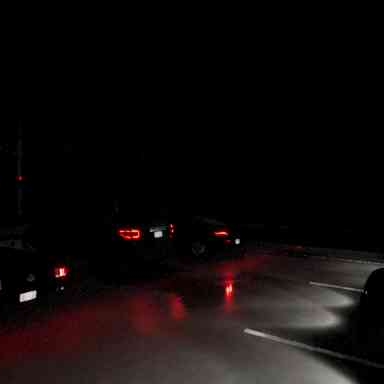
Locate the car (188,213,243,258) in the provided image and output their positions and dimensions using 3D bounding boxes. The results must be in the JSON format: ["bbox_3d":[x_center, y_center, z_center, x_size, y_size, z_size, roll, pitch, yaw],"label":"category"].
[{"bbox_3d":[-0.309,1.526,12.749,4.674,1.442,1.812,0,0,36],"label":"car"}]

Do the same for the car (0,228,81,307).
[{"bbox_3d":[-4.766,1.601,7.335,4.718,1.301,1.895,0,0,36],"label":"car"}]

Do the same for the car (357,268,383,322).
[{"bbox_3d":[5.300,1.547,4.514,5.357,1.411,2.033,0,0,35],"label":"car"}]

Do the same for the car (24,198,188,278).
[{"bbox_3d":[-3.071,1.221,10.429,5.566,2.045,2.150,0,0,36],"label":"car"}]
